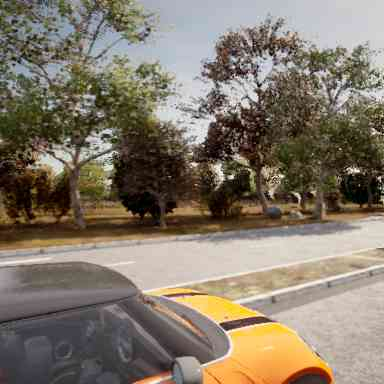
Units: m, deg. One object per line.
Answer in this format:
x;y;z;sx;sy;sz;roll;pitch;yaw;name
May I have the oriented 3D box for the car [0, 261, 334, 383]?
-0.947;1.358;2.458;4.553;1.767;2.097;1;0;-36;car
